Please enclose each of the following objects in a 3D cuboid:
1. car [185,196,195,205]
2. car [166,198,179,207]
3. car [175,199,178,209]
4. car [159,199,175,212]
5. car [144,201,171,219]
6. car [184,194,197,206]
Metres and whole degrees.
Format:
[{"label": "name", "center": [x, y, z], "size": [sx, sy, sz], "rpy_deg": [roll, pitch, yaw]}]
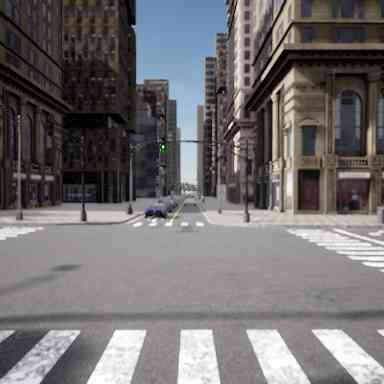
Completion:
[{"label": "car", "center": [-0.451, 1.784, 72.512], "size": [2.097, 1.767, 4.553], "rpy_deg": [0, 0, 0]}, {"label": "car", "center": [-3.450, 1.905, 60.597], "size": [2.033, 1.411, 5.357], "rpy_deg": [0, 0, 0]}, {"label": "car", "center": [-3.425, 1.819, 49.919], "size": [1.812, 1.442, 4.674], "rpy_deg": [0, 0, -1]}, {"label": "car", "center": [-3.379, 1.744, 40.589], "size": [1.837, 1.490, 4.892], "rpy_deg": [0, 0, 0]}, {"label": "car", "center": [-3.316, 1.785, 31.259], "size": [1.895, 1.301, 4.718], "rpy_deg": [0, 0, -1]}, {"label": "car", "center": [-0.307, 1.588, 62.087], "size": [2.150, 2.045, 5.566], "rpy_deg": [0, 0, 0]}]
